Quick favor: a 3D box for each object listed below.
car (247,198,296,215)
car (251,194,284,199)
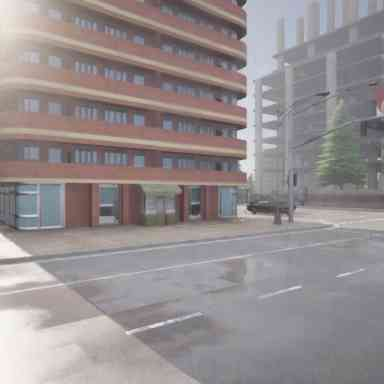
[{"bbox_3d":[7.687,1.601,32.712,1.895,1.301,4.718,0,0,-36],"label":"car"},{"bbox_3d":[8.845,1.222,37.055,2.150,2.045,5.566,0,0,-36],"label":"car"}]
